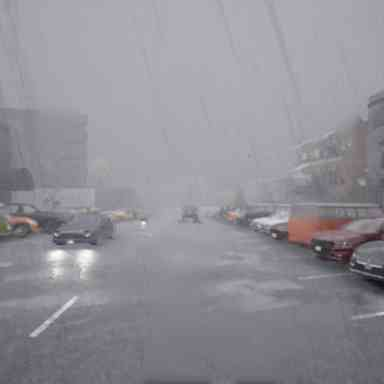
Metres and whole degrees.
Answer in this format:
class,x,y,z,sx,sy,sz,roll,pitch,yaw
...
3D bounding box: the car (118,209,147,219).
class,x,y,z,sx,sy,sz,roll,pitch,yaw
car,-12.067,4.441,67.438,5.566,2.045,2.435,1,-4,-21

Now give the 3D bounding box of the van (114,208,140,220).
class,x,y,z,sx,sy,sz,roll,pitch,yaw
van,-12.046,4.038,61.429,4.442,1.987,1.878,1,-4,-21

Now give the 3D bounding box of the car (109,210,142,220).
class,x,y,z,sx,sy,sz,roll,pitch,yaw
car,-11.710,4.054,58.536,5.366,1.575,1.946,1,-4,-21

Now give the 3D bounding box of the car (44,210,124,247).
class,x,y,z,sx,sy,sz,roll,pitch,yaw
car,-5.144,1.834,16.769,2.033,1.411,5.357,0,-2,0

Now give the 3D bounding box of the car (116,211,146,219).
class,x,y,z,sx,sy,sz,roll,pitch,yaw
car,-11.814,4.477,64.513,5.366,1.575,1.946,1,-5,-21

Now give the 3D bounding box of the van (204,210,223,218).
class,x,y,z,sx,sy,sz,roll,pitch,yaw
van,5.513,5.653,84.839,4.442,1.987,1.878,2,-5,-21

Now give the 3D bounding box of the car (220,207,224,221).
class,x,y,z,sx,sy,sz,roll,pitch,yaw
car,6.204,2.747,37.933,4.892,1.521,2.231,2,-4,-21

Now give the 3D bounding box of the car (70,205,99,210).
class,x,y,z,sx,sy,sz,roll,pitch,yaw
car,-11.513,2.324,31.601,4.553,1.767,2.185,0,-3,-20

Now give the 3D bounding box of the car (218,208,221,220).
class,x,y,z,sx,sy,sz,roll,pitch,yaw
car,6.171,2.906,40.867,4.892,1.521,2.231,2,-4,-21

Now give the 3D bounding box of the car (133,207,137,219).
class,x,y,z,sx,sy,sz,roll,pitch,yaw
car,-11.966,3.650,52.433,5.366,1.575,1.946,1,-4,-21

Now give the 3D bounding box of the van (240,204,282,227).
class,x,y,z,sx,sy,sz,roll,pitch,yaw
van,6.427,1.937,26.266,4.442,1.987,1.878,2,-3,-20

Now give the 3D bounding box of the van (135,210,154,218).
class,x,y,z,sx,sy,sz,roll,pitch,yaw
van,-12.209,5.758,85.411,4.442,1.987,1.878,1,-4,-20

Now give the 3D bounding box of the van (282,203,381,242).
class,x,y,z,sx,sy,sz,roll,pitch,yaw
van,6.500,1.460,14.543,4.442,1.987,1.878,2,-2,-20

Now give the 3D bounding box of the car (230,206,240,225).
class,x,y,z,sx,sy,sz,roll,pitch,yaw
car,6.300,2.296,29.145,5.008,1.535,2.097,2,-3,-20

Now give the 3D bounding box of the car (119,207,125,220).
class,x,y,z,sx,sy,sz,roll,pitch,yaw
car,-11.643,3.132,43.553,4.792,1.488,2.163,0,-4,-21

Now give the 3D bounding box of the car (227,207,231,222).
class,x,y,z,sx,sy,sz,roll,pitch,yaw
car,6.241,2.469,32.058,4.792,1.488,2.163,2,-3,-20

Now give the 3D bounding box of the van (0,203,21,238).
class,x,y,z,sx,sy,sz,roll,pitch,yaw
van,-11.327,1.555,16.689,4.442,1.987,1.878,0,-2,-20

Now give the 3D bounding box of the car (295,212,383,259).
class,x,y,z,sx,sy,sz,roll,pitch,yaw
car,6.406,1.602,11.566,5.008,1.535,2.097,1,-2,-20

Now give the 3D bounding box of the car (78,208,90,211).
class,x,y,z,sx,sy,sz,roll,pitch,yaw
car,-11.511,2.342,28.596,4.674,1.452,2.002,0,-3,-20

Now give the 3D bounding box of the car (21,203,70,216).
class,x,y,z,sx,sy,sz,roll,pitch,yaw
car,-11.454,1.777,22.648,5.566,2.045,2.435,0,-3,-20

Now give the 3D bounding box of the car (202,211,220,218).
class,x,y,z,sx,sy,sz,roll,pitch,yaw
car,5.227,6.167,90.657,4.553,1.767,2.185,2,-5,-21

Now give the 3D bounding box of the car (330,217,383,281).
class,x,y,z,sx,sy,sz,roll,pitch,yaw
car,6.413,1.543,8.640,4.892,1.521,2.231,1,-1,-20

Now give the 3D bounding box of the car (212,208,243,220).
class,x,y,z,sx,sy,sz,roll,pitch,yaw
car,5.949,3.677,55.508,4.553,1.767,2.185,2,-5,-21

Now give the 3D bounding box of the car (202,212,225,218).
class,x,y,z,sx,sy,sz,roll,pitch,yaw
car,5.296,5.654,81.783,5.366,1.575,1.946,2,-4,-21

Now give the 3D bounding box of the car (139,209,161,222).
class,x,y,z,sx,sy,sz,roll,pitch,yaw
car,-5.323,3.111,43.675,1.837,1.490,4.892,0,-4,0

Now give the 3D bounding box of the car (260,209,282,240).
class,x,y,z,sx,sy,sz,roll,pitch,yaw
car,6.346,1.812,17.412,4.792,1.488,2.163,2,-2,-20

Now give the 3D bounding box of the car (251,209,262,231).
class,x,y,z,sx,sy,sz,roll,pitch,yaw
car,6.361,1.941,20.344,4.674,1.452,2.002,2,-2,-20

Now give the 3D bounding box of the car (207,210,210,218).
class,x,y,z,sx,sy,sz,roll,pitch,yaw
car,5.853,4.077,61.360,4.553,1.767,2.185,2,-5,-21

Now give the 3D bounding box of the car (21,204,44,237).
class,x,y,z,sx,sy,sz,roll,pitch,yaw
car,-11.485,1.773,19.624,4.553,1.767,2.185,0,-3,-20

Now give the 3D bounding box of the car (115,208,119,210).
class,x,y,z,sx,sy,sz,roll,pitch,yaw
car,-11.429,2.762,37.635,5.366,1.575,1.946,0,-4,-21

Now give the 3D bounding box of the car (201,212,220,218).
class,x,y,z,sx,sy,sz,roll,pitch,yaw
car,5.207,6.534,93.608,4.792,1.488,2.163,2,-5,-21

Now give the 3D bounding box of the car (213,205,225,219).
class,x,y,z,sx,sy,sz,roll,pitch,yaw
car,6.171,2.825,43.823,5.566,2.045,2.435,2,-4,-21

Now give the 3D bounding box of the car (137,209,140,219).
class,x,y,z,sx,sy,sz,roll,pitch,yaw
car,-11.865,3.601,55.489,5.566,2.045,2.435,1,-4,-21

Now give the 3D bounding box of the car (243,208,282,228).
class,x,y,z,sx,sy,sz,roll,pitch,yaw
car,6.341,2.068,23.280,4.674,1.452,2.002,2,-3,-20

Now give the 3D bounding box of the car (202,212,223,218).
class,x,y,z,sx,sy,sz,roll,pitch,yaw
car,5.337,6.083,87.714,5.008,1.535,2.097,2,-4,-21

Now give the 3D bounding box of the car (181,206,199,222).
class,x,y,z,sx,sy,sz,roll,pitch,yaw
car,-0.277,2.840,43.988,2.150,2.045,5.566,0,-3,-1

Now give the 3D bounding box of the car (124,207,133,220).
class,x,y,z,sx,sy,sz,roll,pitch,yaw
car,-11.536,3.277,46.593,5.366,1.575,1.946,0,-4,-21

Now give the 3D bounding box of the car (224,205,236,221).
class,x,y,z,sx,sy,sz,roll,pitch,yaw
car,6.210,2.463,35.005,4.553,1.767,2.185,2,-3,-20

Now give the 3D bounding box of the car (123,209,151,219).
class,x,y,z,sx,sy,sz,roll,pitch,yaw
car,-12.133,4.872,73.441,5.566,2.045,2.435,1,-4,-20

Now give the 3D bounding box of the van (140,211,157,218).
class,x,y,z,sx,sy,sz,roll,pitch,yaw
van,-11.950,6.190,91.488,4.442,1.987,1.878,1,-5,-19

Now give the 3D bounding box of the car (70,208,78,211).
class,x,y,z,sx,sy,sz,roll,pitch,yaw
car,-11.520,2.191,25.595,4.792,1.488,2.163,0,-3,-20

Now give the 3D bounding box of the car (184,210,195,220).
class,x,y,z,sx,sy,sz,roll,pitch,yaw
car,-0.422,3.771,54.398,1.837,1.490,4.892,0,-4,-1

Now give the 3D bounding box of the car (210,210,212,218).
class,x,y,z,sx,sy,sz,roll,pitch,yaw
car,6.015,3.611,52.576,5.008,1.535,2.097,2,-4,-21

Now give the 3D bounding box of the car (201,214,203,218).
class,x,y,z,sx,sy,sz,roll,pitch,yaw
car,5.543,5.455,78.923,5.008,1.535,2.097,2,-4,-21
